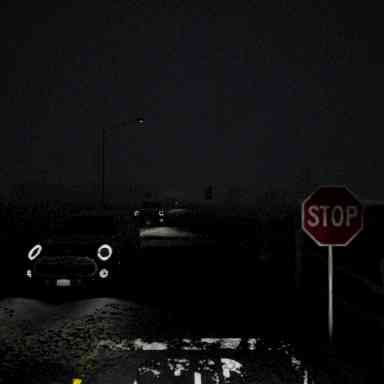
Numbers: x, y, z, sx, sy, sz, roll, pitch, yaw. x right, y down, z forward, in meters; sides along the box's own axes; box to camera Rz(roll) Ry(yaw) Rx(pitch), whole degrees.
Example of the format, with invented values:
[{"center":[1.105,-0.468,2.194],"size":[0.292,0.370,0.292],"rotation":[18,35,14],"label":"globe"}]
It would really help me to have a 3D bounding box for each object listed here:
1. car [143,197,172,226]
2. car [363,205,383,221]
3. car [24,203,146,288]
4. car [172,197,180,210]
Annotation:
[{"center":[-2.763,1.368,23.273],"size":[2.097,1.767,4.553],"rotation":[0,0,0],"label":"car"},{"center":[15.891,1.839,29.413],"size":[4.674,1.442,1.812],"rotation":[1,-1,-20],"label":"car"},{"center":[-2.753,1.352,9.369],"size":[2.097,1.767,4.553],"rotation":[0,0,0],"label":"car"},{"center":[-2.779,1.406,44.635],"size":[2.097,1.767,4.553],"rotation":[0,0,0],"label":"car"}]
